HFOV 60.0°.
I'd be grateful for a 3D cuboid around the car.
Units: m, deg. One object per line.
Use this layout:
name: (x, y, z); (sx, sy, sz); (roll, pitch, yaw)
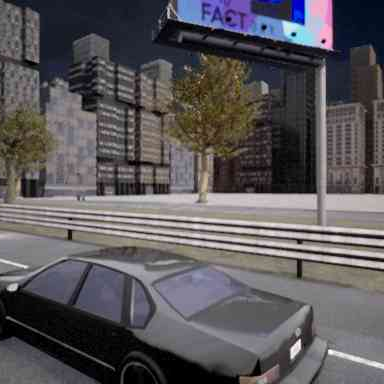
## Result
car: (-1.045, 1.510, 4.646); (5.357, 1.411, 2.033); (1, 0, 36)
